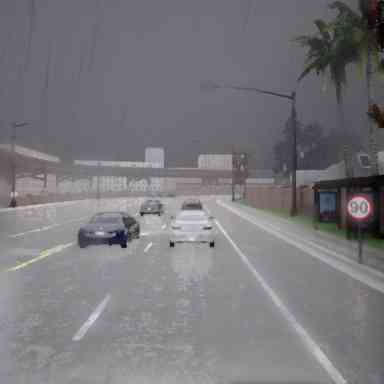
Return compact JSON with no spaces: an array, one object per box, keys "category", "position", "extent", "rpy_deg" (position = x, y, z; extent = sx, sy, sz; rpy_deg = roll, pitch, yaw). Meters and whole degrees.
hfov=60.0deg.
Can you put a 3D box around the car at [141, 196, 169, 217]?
[{"category":"car","position":[-3.500,1.408,29.645],"extent":[2.033,1.411,5.357],"rpy_deg":[0,1,0]}]

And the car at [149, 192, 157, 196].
[{"category":"car","position":[-8.931,0.757,82.417],"extent":[1.837,1.490,4.892],"rpy_deg":[0,1,22]}]

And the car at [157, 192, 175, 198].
[{"category":"car","position":[-5.785,0.778,80.880],"extent":[2.128,1.511,4.902],"rpy_deg":[0,1,22]}]

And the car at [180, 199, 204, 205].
[{"category":"car","position":[0.000,1.361,29.645],"extent":[1.837,1.490,4.892],"rpy_deg":[0,1,0]}]

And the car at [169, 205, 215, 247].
[{"category":"car","position":[0.000,1.499,14.647],"extent":[1.812,1.442,4.674],"rpy_deg":[0,0,0]}]

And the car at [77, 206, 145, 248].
[{"category":"car","position":[-3.500,1.538,14.647],"extent":[1.994,1.385,4.181],"rpy_deg":[0,0,0]}]
